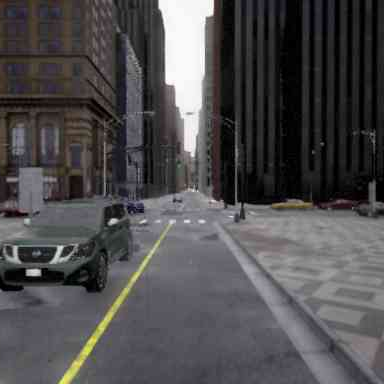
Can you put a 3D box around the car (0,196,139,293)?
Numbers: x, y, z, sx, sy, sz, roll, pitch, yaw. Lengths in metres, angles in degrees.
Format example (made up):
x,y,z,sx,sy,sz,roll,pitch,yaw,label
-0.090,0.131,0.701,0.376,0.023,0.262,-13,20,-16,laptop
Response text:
x,y,z,sx,sy,sz,roll,pitch,yaw,label
-3.090,1.236,9.273,2.150,2.045,5.566,0,0,0,car

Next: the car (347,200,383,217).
x,y,z,sx,sy,sz,roll,pitch,yaw,label
17.160,1.612,30.480,4.403,1.369,2.008,0,1,0,car

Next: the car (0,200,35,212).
x,y,z,sx,sy,sz,roll,pitch,yaw,label
-21.001,1.625,38.878,4.313,1.339,1.947,0,1,0,car

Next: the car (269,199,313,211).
x,y,z,sx,sy,sz,roll,pitch,yaw,label
11.590,1.483,38.985,4.829,1.417,1.752,0,1,0,car

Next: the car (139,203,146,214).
x,y,z,sx,sy,sz,roll,pitch,yaw,label
-7.396,1.408,33.163,5.566,2.045,2.150,1,1,0,car

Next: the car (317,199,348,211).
x,y,z,sx,sy,sz,roll,pitch,yaw,label
17.060,1.490,39.004,4.507,1.381,1.887,0,1,0,car

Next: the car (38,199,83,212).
x,y,z,sx,sy,sz,roll,pitch,yaw,label
-15.330,1.589,38.897,4.403,1.369,2.008,0,1,0,car

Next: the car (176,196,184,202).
x,y,z,sx,sy,sz,roll,pitch,yaw,label
-2.999,1.642,84.436,2.033,1.411,5.357,0,0,0,car

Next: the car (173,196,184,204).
x,y,z,sx,sy,sz,roll,pitch,yaw,label
-2.999,1.570,68.829,1.882,1.535,5.008,0,0,0,car
